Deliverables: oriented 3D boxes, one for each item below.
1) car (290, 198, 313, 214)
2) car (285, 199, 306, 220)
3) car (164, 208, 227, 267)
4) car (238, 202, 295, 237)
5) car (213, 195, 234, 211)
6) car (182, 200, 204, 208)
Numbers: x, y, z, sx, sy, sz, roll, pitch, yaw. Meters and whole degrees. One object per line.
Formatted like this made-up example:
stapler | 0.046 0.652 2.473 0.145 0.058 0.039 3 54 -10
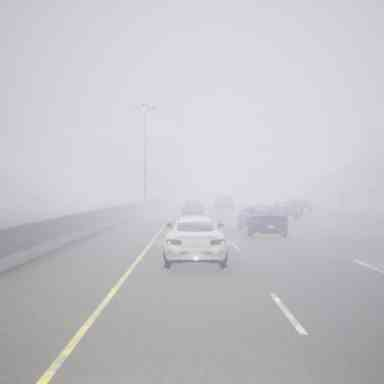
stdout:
car | 10.608 1.357 33.517 1.837 1.490 4.892 0 0 0
car | 7.106 1.484 26.301 1.895 1.301 4.718 0 0 0
car | 0.102 1.476 11.046 1.812 1.442 4.674 0 0 0
car | 3.602 1.399 17.597 1.882 1.535 5.008 0 1 0
car | 3.609 1.180 38.671 2.097 1.767 4.553 0 0 0
car | 0.107 1.427 30.675 1.994 1.385 4.181 0 0 0
